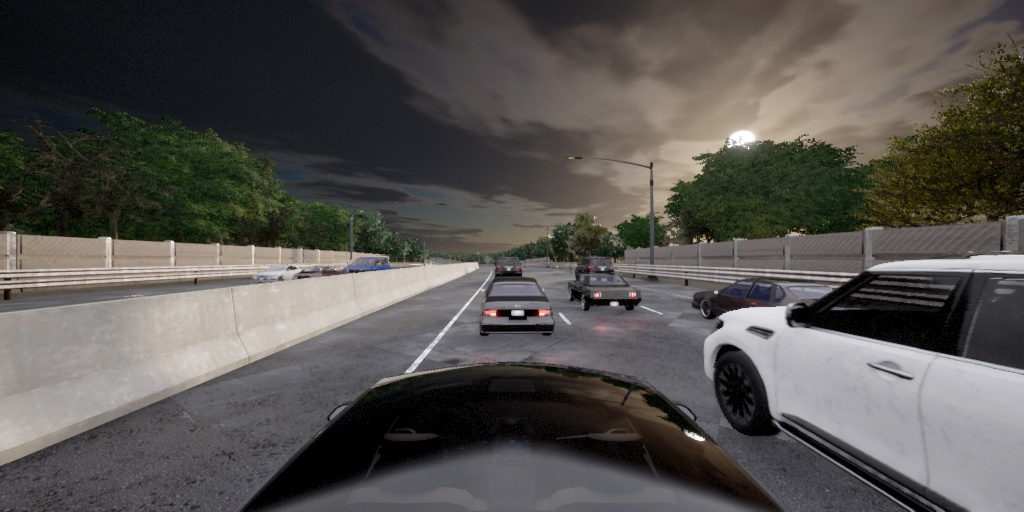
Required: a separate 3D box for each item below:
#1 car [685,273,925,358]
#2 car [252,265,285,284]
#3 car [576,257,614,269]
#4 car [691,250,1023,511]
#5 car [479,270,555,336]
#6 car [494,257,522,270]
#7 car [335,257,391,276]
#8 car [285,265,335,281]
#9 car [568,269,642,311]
[{"bbox_3d":[7.051,1.299,9.722,2.033,1.411,5.357,0,0,-2],"label":"car"},{"bbox_3d":[-17.984,1.408,27.981,1.812,1.442,4.674,0,-1,-1],"label":"car"},{"bbox_3d":[6.689,1.114,29.420,2.150,2.045,5.566,0,-1,-1],"label":"car"},{"bbox_3d":[3.583,0.974,2.307,2.150,2.045,5.566,0,0,0],"label":"car"},{"bbox_3d":[0.053,1.300,10.355,2.033,1.411,5.357,0,0,-2],"label":"car"},{"bbox_3d":[-0.314,1.116,29.448,2.150,2.045,5.566,0,-1,-1],"label":"car"},{"bbox_3d":[-10.964,1.096,27.366,2.150,2.045,5.566,0,-1,-1],"label":"car"},{"bbox_3d":[-14.452,1.432,26.681,1.994,1.385,4.181,0,-1,-1],"label":"car"},{"bbox_3d":[3.484,1.365,14.502,1.895,1.301,4.718,0,0,-1],"label":"car"}]
